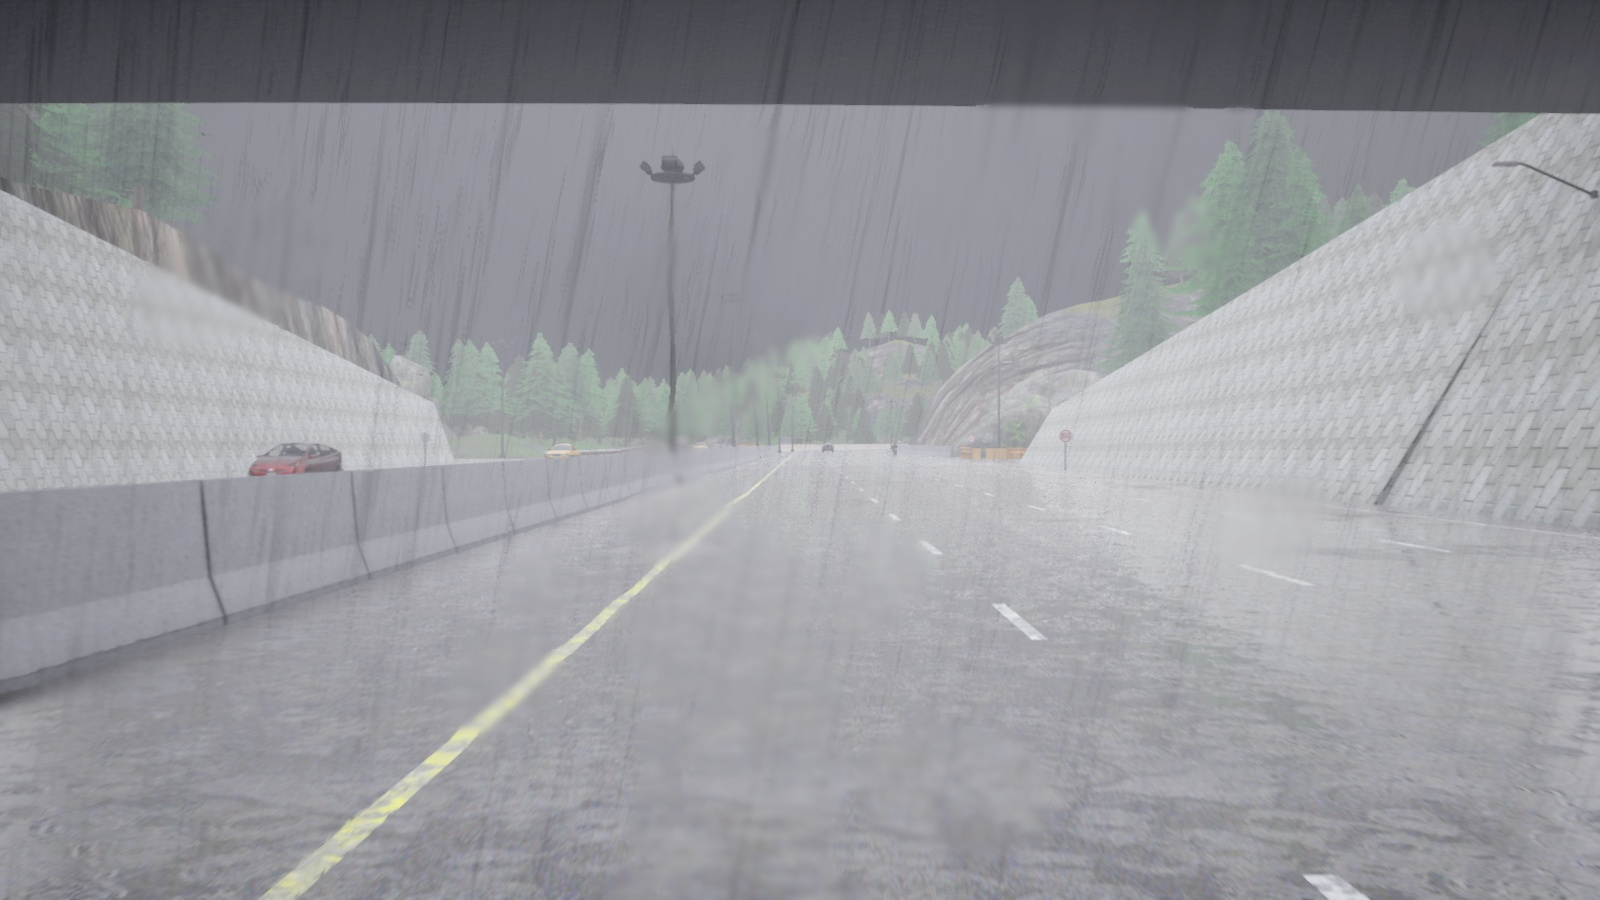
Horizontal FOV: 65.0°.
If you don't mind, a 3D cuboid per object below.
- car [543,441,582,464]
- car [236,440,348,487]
[{"bbox_3d":[-17.063,0.162,90.390,1.801,1.575,5.366,0,0,0],"label":"car"},{"bbox_3d":[-17.280,0.437,42.957,2.007,1.525,4.514,0,0,0],"label":"car"}]
